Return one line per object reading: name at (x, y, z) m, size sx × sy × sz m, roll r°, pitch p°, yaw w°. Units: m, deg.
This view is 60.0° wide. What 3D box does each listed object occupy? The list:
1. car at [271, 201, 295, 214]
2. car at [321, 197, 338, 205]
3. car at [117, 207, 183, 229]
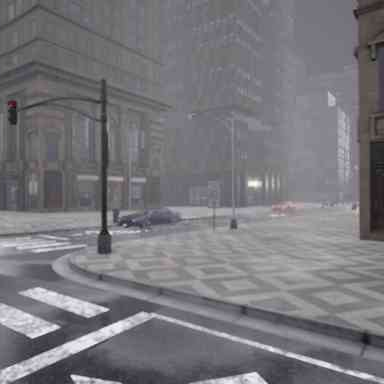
car at (12.403, 1.994, 45.226) m, size 2.097 × 1.767 × 4.553 m, roll 0°, pitch -1°, yaw 36°
car at (27.329, 2.054, 66.049) m, size 2.150 × 2.045 × 5.566 m, roll 0°, pitch -1°, yaw 36°
car at (-2.853, 1.819, 23.944) m, size 2.033 × 1.411 × 5.357 m, roll 0°, pitch -1°, yaw 36°
